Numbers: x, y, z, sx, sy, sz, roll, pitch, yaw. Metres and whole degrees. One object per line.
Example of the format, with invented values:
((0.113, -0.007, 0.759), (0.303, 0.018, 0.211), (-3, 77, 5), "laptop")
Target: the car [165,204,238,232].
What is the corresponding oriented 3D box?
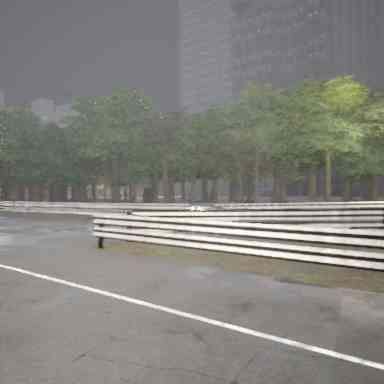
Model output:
((0.188, 1.451, 19.090), (4.902, 1.511, 2.128), (-1, 0, 13), "car")
